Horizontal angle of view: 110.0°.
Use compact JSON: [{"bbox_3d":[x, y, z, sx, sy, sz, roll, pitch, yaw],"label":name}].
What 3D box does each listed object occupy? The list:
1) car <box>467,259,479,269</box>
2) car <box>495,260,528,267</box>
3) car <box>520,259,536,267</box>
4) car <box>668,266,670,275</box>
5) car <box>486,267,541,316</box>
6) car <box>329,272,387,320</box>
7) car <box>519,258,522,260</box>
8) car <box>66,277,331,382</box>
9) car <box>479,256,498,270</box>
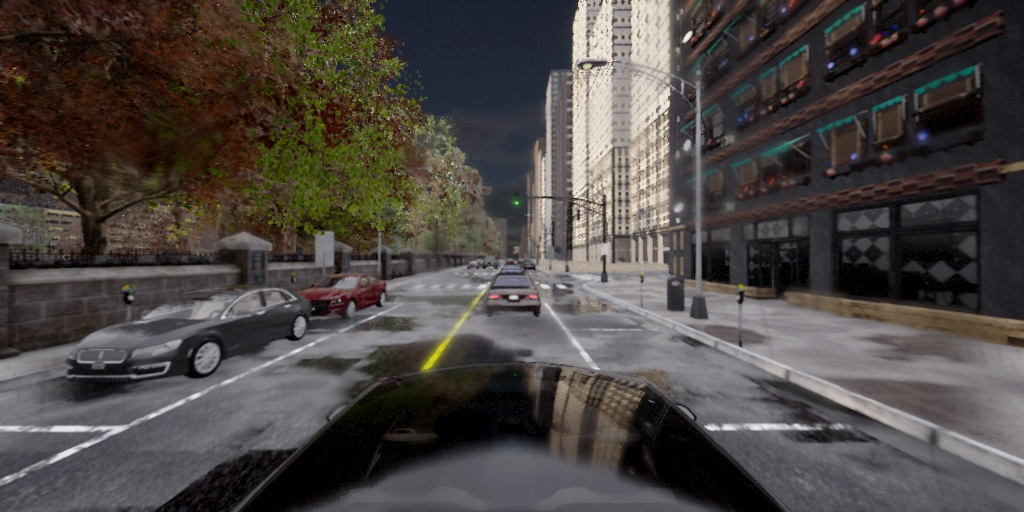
[{"bbox_3d":[-6.006,1.393,56.285,1.802,1.307,4.207,0,0,0],"label":"car"},{"bbox_3d":[-0.055,1.322,29.166,2.033,1.411,5.357,0,0,0],"label":"car"},{"bbox_3d":[2.407,1.369,50.702,1.948,1.339,4.313,0,0,0],"label":"car"},{"bbox_3d":[14.535,1.048,28.190,4.313,1.339,1.948,0,0,-1],"label":"car"},{"bbox_3d":[0.038,1.306,13.383,2.033,1.411,5.357,0,0,0],"label":"car"},{"bbox_3d":[-5.880,1.302,12.735,1.888,1.381,4.507,0,0,0],"label":"car"},{"bbox_3d":[2.375,1.378,56.334,1.948,1.339,4.313,0,0,0],"label":"car"},{"bbox_3d":[-5.796,1.303,7.195,2.007,1.370,4.403,0,0,0],"label":"car"},{"bbox_3d":[-3.379,1.034,55.649,2.150,2.045,5.566,0,0,0],"label":"car"}]
